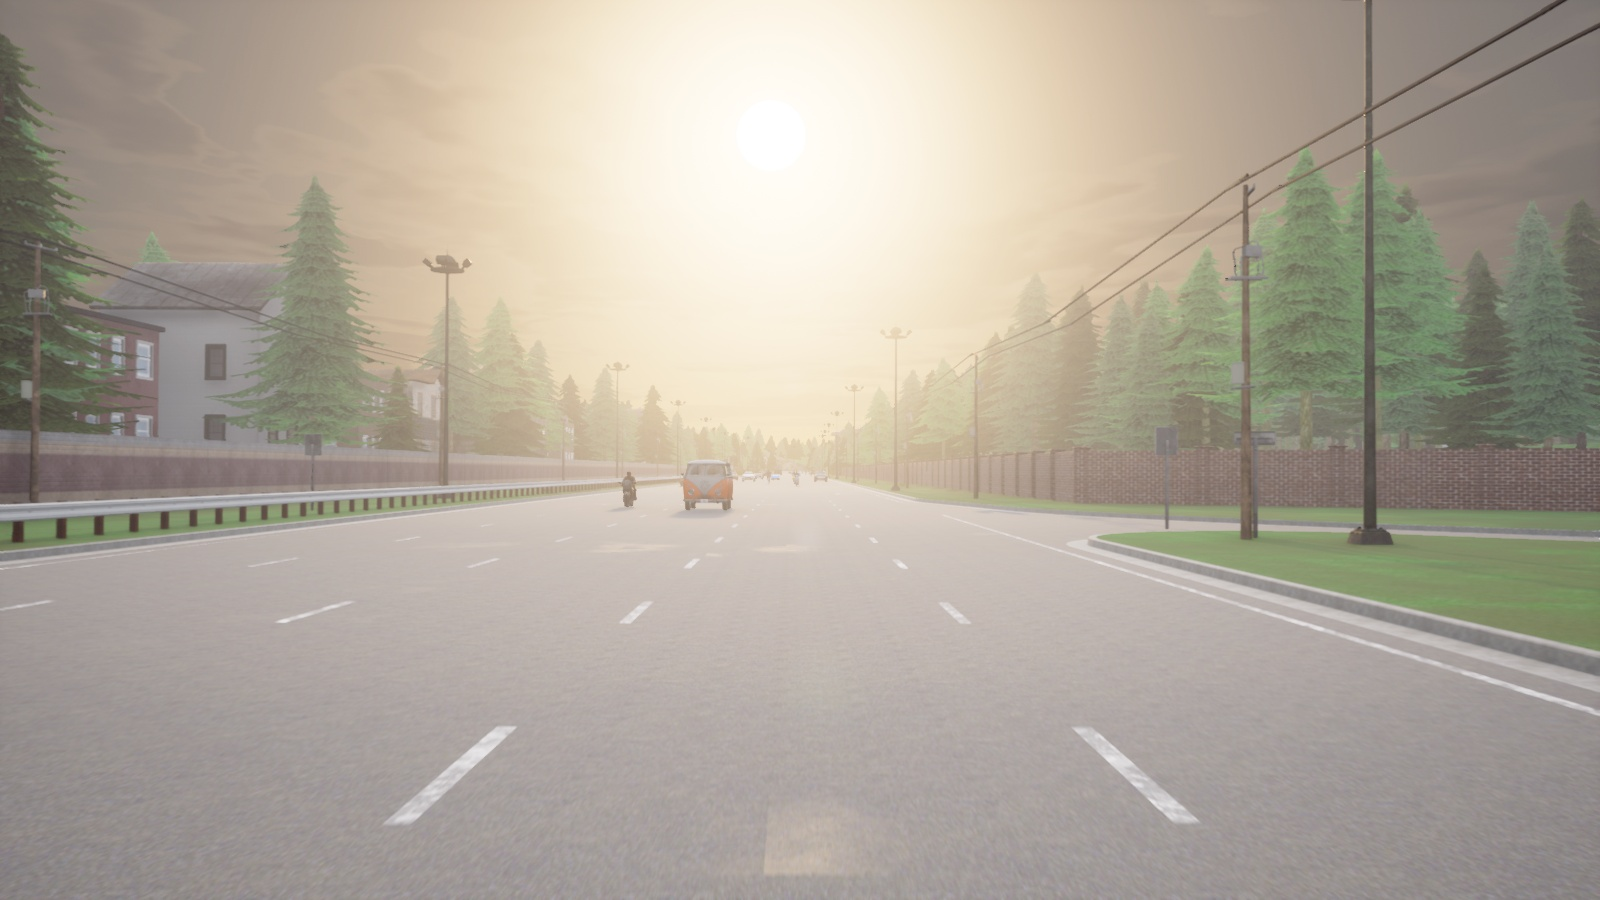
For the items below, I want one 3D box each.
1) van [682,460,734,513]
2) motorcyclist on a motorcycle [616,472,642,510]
[{"bbox_3d":[-3.621,1.417,49.984,1.775,1.987,4.442,0,-1,0],"label":"van"},{"bbox_3d":[-7.126,1.703,52.477,0.797,1.523,2.044,0,-1,0],"label":"motorcyclist on a motorcycle"}]
